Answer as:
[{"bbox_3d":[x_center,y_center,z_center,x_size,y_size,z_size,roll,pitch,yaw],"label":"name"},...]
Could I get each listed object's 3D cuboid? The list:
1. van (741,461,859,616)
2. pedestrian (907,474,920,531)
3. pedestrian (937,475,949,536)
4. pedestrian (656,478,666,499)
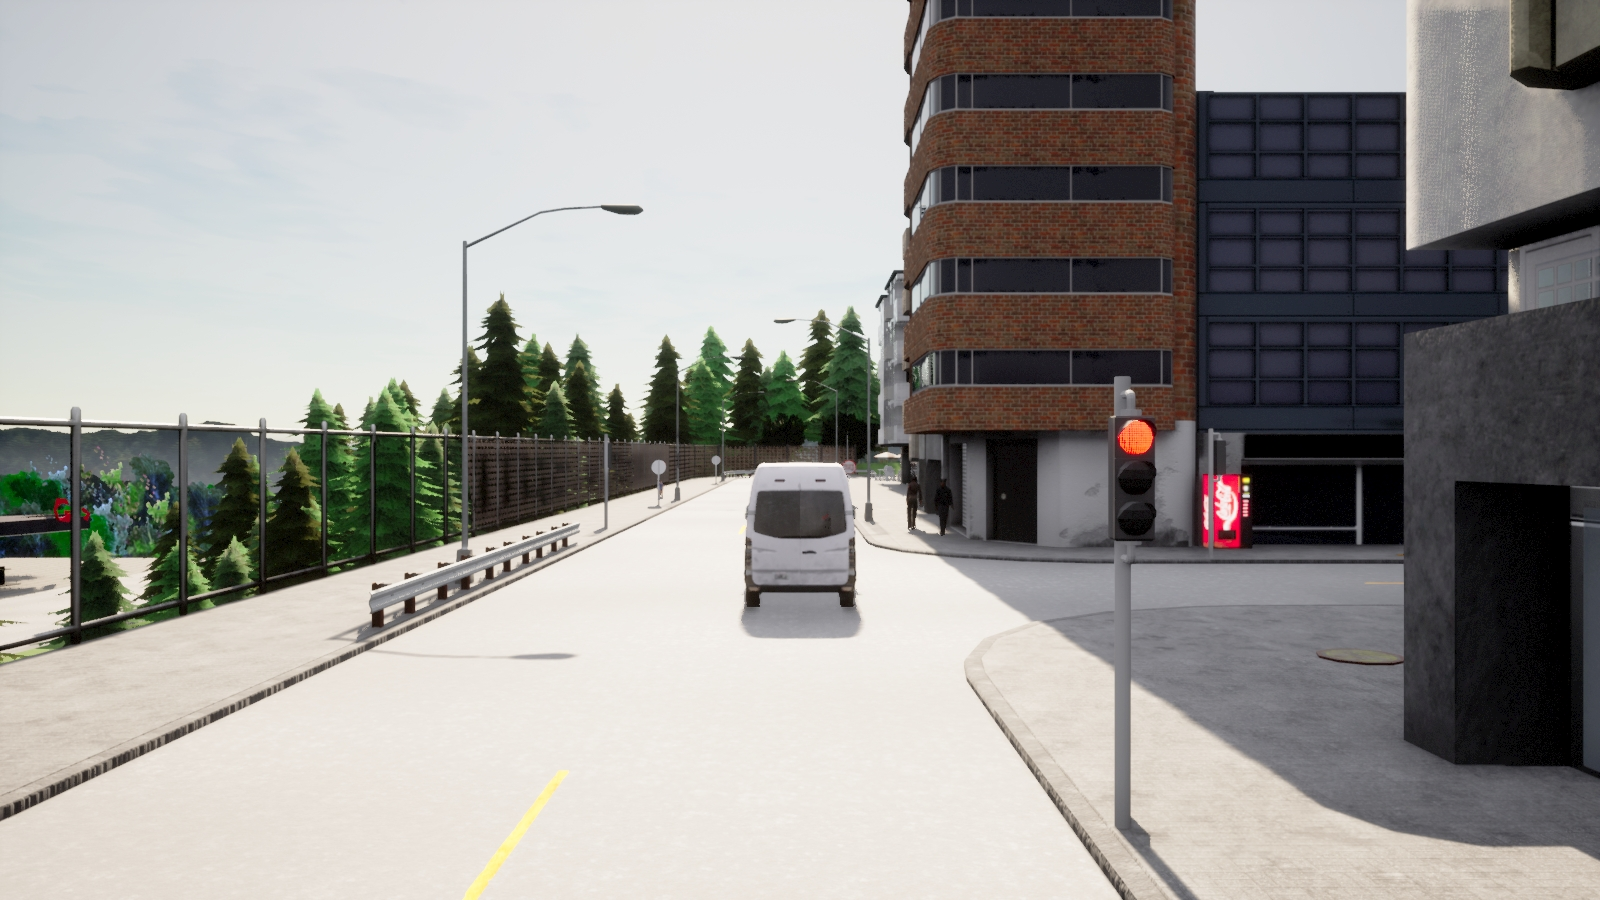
[{"bbox_3d":[0.001,1.525,22.316,1.988,2.561,5.915,0,0,0],"label":"van"},{"bbox_3d":[3.747,1.721,37.781,0.375,1.860,0.375,0,0,-2],"label":"pedestrian"},{"bbox_3d":[4.449,1.723,35.546,0.375,1.860,0.375,0,0,6],"label":"pedestrian"},{"bbox_3d":[-7.606,2.101,62.465,0.500,1.100,0.500,0,0,1],"label":"pedestrian"}]
